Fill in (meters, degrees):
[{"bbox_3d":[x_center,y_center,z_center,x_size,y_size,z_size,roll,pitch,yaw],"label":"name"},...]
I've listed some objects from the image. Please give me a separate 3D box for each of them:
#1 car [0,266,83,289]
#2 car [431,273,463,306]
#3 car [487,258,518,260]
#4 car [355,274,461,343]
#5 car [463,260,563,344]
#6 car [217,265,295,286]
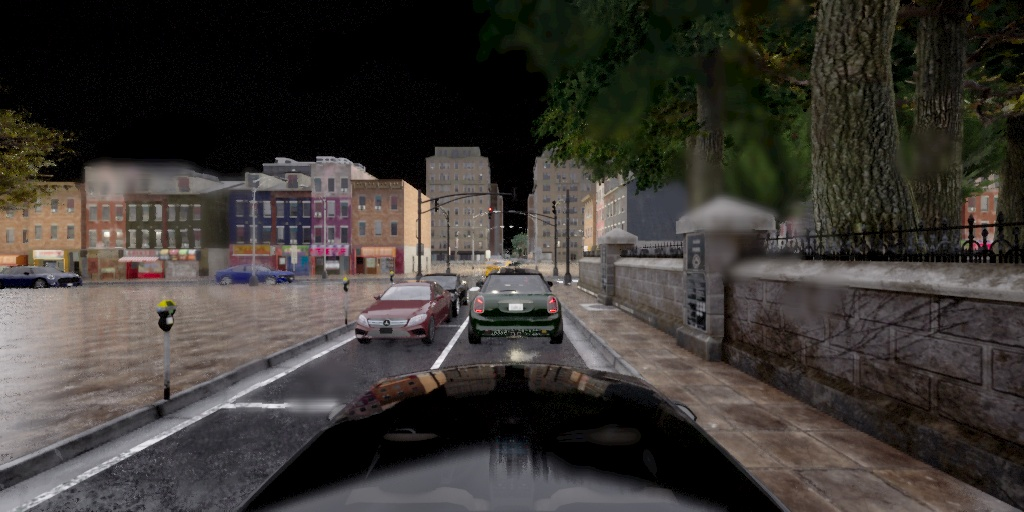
[{"bbox_3d":[-34.443,1.529,26.110,4.553,1.767,2.097,-1,0,0],"label":"car"},{"bbox_3d":[-2.640,1.316,13.274,1.948,1.339,4.313,0,0,0],"label":"car"},{"bbox_3d":[-0.483,1.223,31.916,1.882,1.535,5.008,1,1,28],"label":"car"},{"bbox_3d":[-2.639,1.332,9.611,1.802,1.307,4.207,0,0,0],"label":"car"},{"bbox_3d":[0.072,1.102,9.727,2.097,1.767,4.553,0,0,0],"label":"car"},{"bbox_3d":[-18.596,1.417,26.156,5.008,1.535,1.882,-1,0,0],"label":"car"}]
